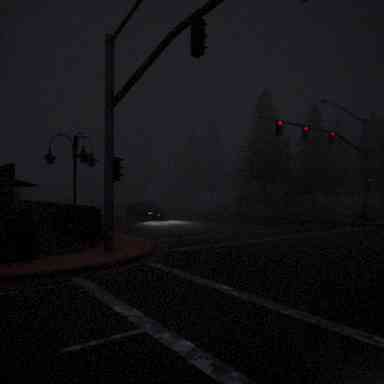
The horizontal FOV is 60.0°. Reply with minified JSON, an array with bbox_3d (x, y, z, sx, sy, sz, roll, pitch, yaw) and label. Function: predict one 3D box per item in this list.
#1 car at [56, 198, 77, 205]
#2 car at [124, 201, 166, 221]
[{"bbox_3d":[-17.483,1.549,46.159,1.882,1.535,5.008,0,-1,-36],"label":"car"},{"bbox_3d":[-4.058,1.580,28.197,1.837,1.490,4.892,0,0,-37],"label":"car"}]
